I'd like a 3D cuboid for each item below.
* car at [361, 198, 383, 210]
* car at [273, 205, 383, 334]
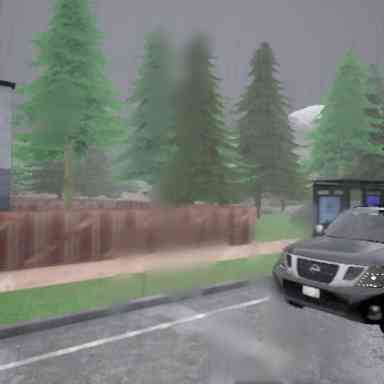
[{"bbox_3d":[30.016,1.910,55.375,3.866,1.878,1.905,1,-1,-37],"label":"car"},{"bbox_3d":[4.173,1.322,7.059,5.566,2.045,2.150,1,-1,-36],"label":"car"}]
